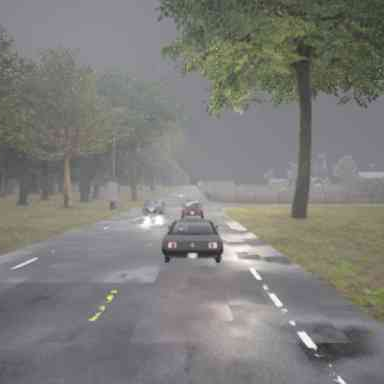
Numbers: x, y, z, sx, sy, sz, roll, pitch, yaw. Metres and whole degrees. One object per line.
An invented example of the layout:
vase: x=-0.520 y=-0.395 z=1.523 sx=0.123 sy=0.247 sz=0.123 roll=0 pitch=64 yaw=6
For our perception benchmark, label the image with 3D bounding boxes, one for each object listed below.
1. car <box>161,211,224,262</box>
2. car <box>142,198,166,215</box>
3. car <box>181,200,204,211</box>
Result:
car: x=0.036 y=1.598 z=12.088 sx=1.895 sy=1.301 sz=4.718 roll=0 pitch=0 yaw=0
car: x=-3.558 y=1.357 z=31.823 sx=2.128 sy=1.511 sz=4.902 roll=0 pitch=1 yaw=0
car: x=0.040 y=1.427 z=28.336 sx=1.812 sy=1.442 sz=4.674 roll=0 pitch=1 yaw=0
